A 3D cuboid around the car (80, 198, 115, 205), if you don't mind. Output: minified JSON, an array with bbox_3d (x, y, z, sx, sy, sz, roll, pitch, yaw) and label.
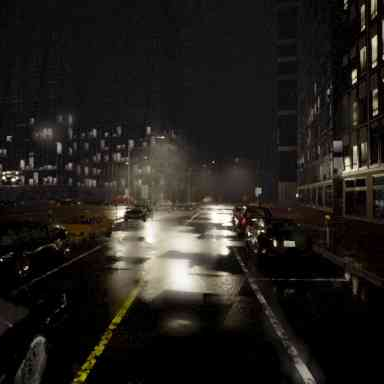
[{"bbox_3d":[-15.267,1.675,53.867,4.313,1.339,1.947,0,-1,15],"label":"car"}]

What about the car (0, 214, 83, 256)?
[{"bbox_3d":[-5.123,1.575,9.990,1.947,1.339,4.313,1,0,2],"label":"car"}]

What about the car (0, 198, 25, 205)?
[{"bbox_3d":[-31.446,1.767,58.301,4.403,1.369,2.008,0,-1,15],"label":"car"}]

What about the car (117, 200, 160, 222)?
[{"bbox_3d":[-4.131,1.578,26.414,2.008,1.369,4.403,1,0,5],"label":"car"}]

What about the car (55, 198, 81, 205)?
[{"bbox_3d":[-23.982,1.883,64.425,4.403,1.369,2.008,0,-1,15],"label":"car"}]

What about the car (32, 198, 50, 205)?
[{"bbox_3d":[-29.542,1.894,65.949,4.829,1.417,1.752,0,-1,15],"label":"car"}]

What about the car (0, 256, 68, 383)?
[{"bbox_3d":[-2.672,1.602,2.401,1.895,1.301,4.718,0,0,1],"label":"car"}]

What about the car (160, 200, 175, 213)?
[{"bbox_3d":[-3.007,1.595,37.172,2.008,1.369,4.403,1,0,7],"label":"car"}]

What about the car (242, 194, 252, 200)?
[{"bbox_3d":[12.554,1.440,76.074,2.192,1.841,5.009,1,0,15],"label":"car"}]

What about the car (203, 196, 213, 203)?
[{"bbox_3d":[3.554,1.675,73.829,1.752,1.417,4.829,1,0,14],"label":"car"}]

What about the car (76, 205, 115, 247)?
[{"bbox_3d":[-4.894,1.540,15.314,1.752,1.417,4.829,1,0,3],"label":"car"}]

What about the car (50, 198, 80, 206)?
[{"bbox_3d":[-20.660,1.696,55.345,4.403,1.369,2.008,0,-1,15],"label":"car"}]

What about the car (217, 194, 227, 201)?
[{"bbox_3d":[8.108,1.530,89.920,2.192,1.841,5.009,1,0,16],"label":"car"}]

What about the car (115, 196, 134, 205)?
[{"bbox_3d":[-13.191,1.575,61.473,5.009,1.841,2.192,0,-1,15],"label":"car"}]

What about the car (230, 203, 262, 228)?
[{"bbox_3d":[3.651,1.557,23.235,1.887,1.381,4.507,1,0,5],"label":"car"}]

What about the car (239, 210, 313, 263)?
[{"bbox_3d":[2.974,1.571,11.925,1.947,1.339,4.313,1,0,2],"label":"car"}]

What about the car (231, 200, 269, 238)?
[{"bbox_3d":[3.264,1.449,17.605,1.967,1.590,4.097,1,0,4],"label":"car"}]

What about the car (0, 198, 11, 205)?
[{"bbox_3d":[-40.169,1.990,68.860,4.403,1.369,2.008,0,-1,15],"label":"car"}]
